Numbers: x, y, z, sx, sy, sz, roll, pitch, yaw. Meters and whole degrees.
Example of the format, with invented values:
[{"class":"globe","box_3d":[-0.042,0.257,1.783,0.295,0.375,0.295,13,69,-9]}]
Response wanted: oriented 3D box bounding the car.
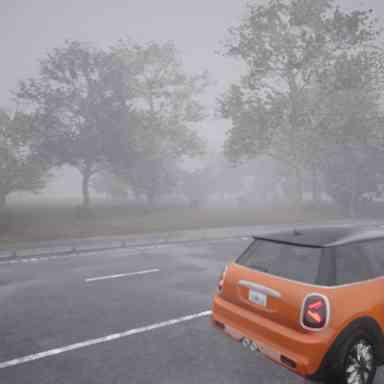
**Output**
[{"class":"car","box_3d":[2.587,1.347,5.331,4.553,1.767,2.097,0,0,-34]}]
